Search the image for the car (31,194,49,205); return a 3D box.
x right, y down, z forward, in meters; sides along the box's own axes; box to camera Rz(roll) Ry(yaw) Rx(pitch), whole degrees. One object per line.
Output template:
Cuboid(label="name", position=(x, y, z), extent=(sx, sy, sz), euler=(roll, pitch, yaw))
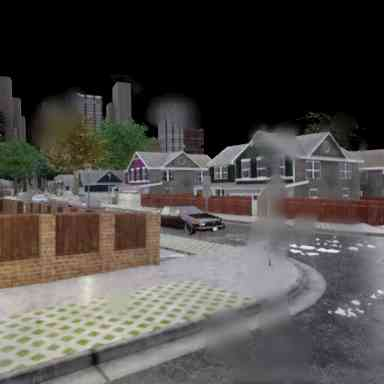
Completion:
Cuboid(label="car", position=(-21.084, 1.079, 45.986), extent=(1.812, 1.442, 4.674), euler=(-2, 1, -33))

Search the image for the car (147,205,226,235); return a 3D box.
Cuboid(label="car", position=(-0.580, 1.427, 18.495), extent=(2.033, 1.411, 5.357), euler=(-2, 2, -41))

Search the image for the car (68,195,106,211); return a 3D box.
Cuboid(label="car", position=(-9.344, 1.105, 29.318), extent=(2.097, 1.767, 4.553), euler=(-2, 2, -37))
